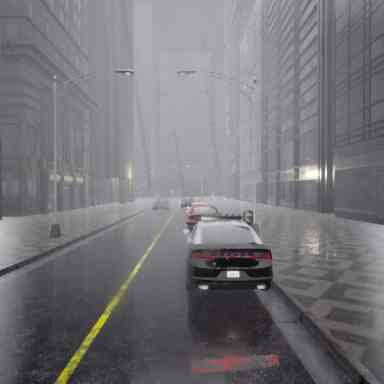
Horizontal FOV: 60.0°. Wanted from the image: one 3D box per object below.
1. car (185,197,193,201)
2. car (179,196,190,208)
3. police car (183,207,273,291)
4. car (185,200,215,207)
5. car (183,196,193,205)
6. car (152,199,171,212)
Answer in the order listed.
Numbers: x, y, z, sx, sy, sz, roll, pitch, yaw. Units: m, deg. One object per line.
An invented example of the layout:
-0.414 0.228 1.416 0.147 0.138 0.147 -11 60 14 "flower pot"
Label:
0.594 1.453 25.253 1.801 1.575 5.366 0 0 -1 "car"
-0.551 1.598 46.662 1.895 1.301 4.718 0 0 0 "car"
0.788 1.424 9.174 1.930 1.638 5.238 0 0 -1 "police car"
0.669 1.476 19.063 1.882 1.535 5.008 0 0 -1 "car"
-0.726 1.524 60.275 1.812 1.442 4.674 0 0 -1 "car"
-3.467 1.545 38.563 2.033 1.411 5.357 0 0 -1 "car"
